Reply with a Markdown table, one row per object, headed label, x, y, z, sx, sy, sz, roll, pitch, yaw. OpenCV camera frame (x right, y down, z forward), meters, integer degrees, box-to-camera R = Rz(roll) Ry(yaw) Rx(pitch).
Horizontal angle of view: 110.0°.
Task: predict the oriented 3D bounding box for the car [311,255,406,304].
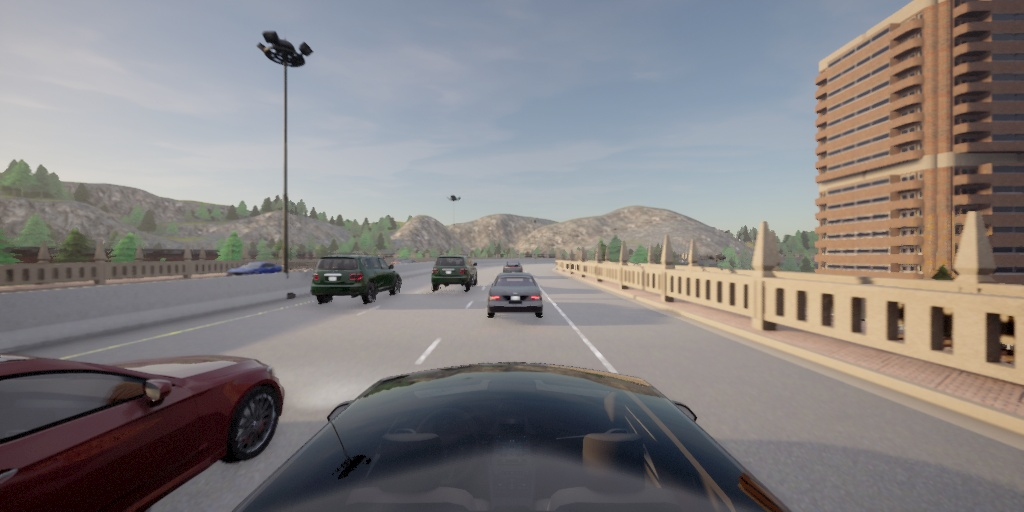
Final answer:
| label | x | y | z | sx | sy | sz | roll | pitch | yaw |
| --- | --- | --- | --- | --- | --- | --- | --- | --- | --- |
| car | -6.904 | 0.972 | 16.496 | 2.150 | 2.045 | 5.566 | 0 | 0 | 0 |

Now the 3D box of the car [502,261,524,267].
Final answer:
| label | x | y | z | sx | sy | sz | roll | pitch | yaw |
| --- | --- | --- | --- | --- | --- | --- | --- | --- | --- |
| car | 0.093 | 1.242 | 34.684 | 2.128 | 1.511 | 4.902 | 0 | 0 | 0 |

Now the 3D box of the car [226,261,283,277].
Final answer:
| label | x | y | z | sx | sy | sz | roll | pitch | yaw |
| --- | --- | --- | --- | --- | --- | --- | --- | --- | --- |
| car | -21.089 | 1.228 | 29.689 | 1.882 | 1.535 | 5.008 | 0 | 0 | 0 |

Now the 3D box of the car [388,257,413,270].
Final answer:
| label | x | y | z | sx | sy | sz | roll | pitch | yaw |
| --- | --- | --- | --- | --- | --- | --- | --- | --- | --- |
| car | -16.868 | 1.100 | 54.528 | 2.097 | 1.767 | 4.553 | 0 | 0 | 6 |

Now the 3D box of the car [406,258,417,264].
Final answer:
| label | x | y | z | sx | sy | sz | roll | pitch | yaw |
| --- | --- | --- | --- | --- | --- | --- | --- | --- | --- |
| car | -13.883 | 1.258 | 47.573 | 1.837 | 1.490 | 4.892 | 0 | -1 | 3 |

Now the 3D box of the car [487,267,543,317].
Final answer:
| label | x | y | z | sx | sy | sz | roll | pitch | yaw |
| --- | --- | --- | --- | --- | --- | --- | --- | --- | --- |
| car | 0.098 | 1.298 | 13.143 | 2.033 | 1.411 | 5.357 | 0 | 0 | 0 |

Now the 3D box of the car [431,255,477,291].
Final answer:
| label | x | y | z | sx | sy | sz | roll | pitch | yaw |
| --- | --- | --- | --- | --- | --- | --- | --- | --- | --- |
| car | -3.405 | 0.972 | 21.946 | 2.150 | 2.045 | 5.566 | 0 | 0 | 0 |

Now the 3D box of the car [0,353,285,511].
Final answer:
| label | x | y | z | sx | sy | sz | roll | pitch | yaw |
| --- | --- | --- | --- | --- | --- | --- | --- | --- | --- |
| car | -3.414 | 1.276 | 2.006 | 1.812 | 1.442 | 4.674 | 0 | 0 | 0 |
